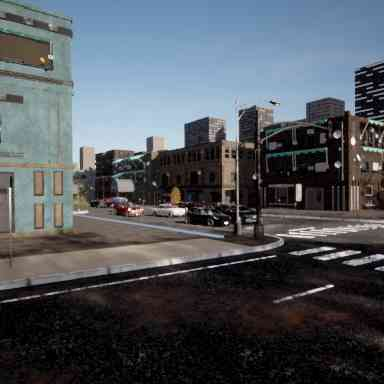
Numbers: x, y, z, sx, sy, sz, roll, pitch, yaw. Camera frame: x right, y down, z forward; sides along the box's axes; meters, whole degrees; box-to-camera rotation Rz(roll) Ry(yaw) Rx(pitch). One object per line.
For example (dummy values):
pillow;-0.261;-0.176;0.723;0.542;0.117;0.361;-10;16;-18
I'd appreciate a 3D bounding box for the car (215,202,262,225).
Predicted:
car;3.395;1.724;26.434;1.837;1.490;4.892;-1;0;-34

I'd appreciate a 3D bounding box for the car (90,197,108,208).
car;-17.098;2.120;60.566;2.128;1.511;4.902;-1;0;-36

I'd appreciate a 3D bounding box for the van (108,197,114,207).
van;-12.922;1.906;59.159;1.690;1.788;3.998;-1;0;-36

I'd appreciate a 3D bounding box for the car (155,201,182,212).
car;-3.262;1.965;45.648;1.802;1.307;4.206;-2;0;-36

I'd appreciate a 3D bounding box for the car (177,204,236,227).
car;1.107;1.814;24.910;1.947;1.339;4.313;-2;0;-36

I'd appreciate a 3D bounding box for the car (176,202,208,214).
car;-0.044;1.903;41.146;1.802;1.307;4.206;-2;0;-36

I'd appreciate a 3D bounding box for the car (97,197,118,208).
car;-16.141;1.939;63.662;2.192;1.841;5.009;-1;0;-36

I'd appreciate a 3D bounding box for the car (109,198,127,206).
car;-8.548;1.930;43.122;1.882;1.535;5.008;-1;0;-35

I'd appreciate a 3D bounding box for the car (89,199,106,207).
car;-19.354;2.227;68.165;1.887;1.381;4.507;-1;0;-36

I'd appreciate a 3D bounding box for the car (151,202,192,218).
car;-2.360;1.934;34.443;1.895;1.301;4.718;-1;0;-36

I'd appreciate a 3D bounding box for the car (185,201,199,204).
car;-0.631;1.822;37.521;1.837;1.490;4.892;-1;0;-36

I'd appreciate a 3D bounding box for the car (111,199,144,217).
car;-6.865;1.846;36.271;1.967;1.590;4.097;-1;0;-36
